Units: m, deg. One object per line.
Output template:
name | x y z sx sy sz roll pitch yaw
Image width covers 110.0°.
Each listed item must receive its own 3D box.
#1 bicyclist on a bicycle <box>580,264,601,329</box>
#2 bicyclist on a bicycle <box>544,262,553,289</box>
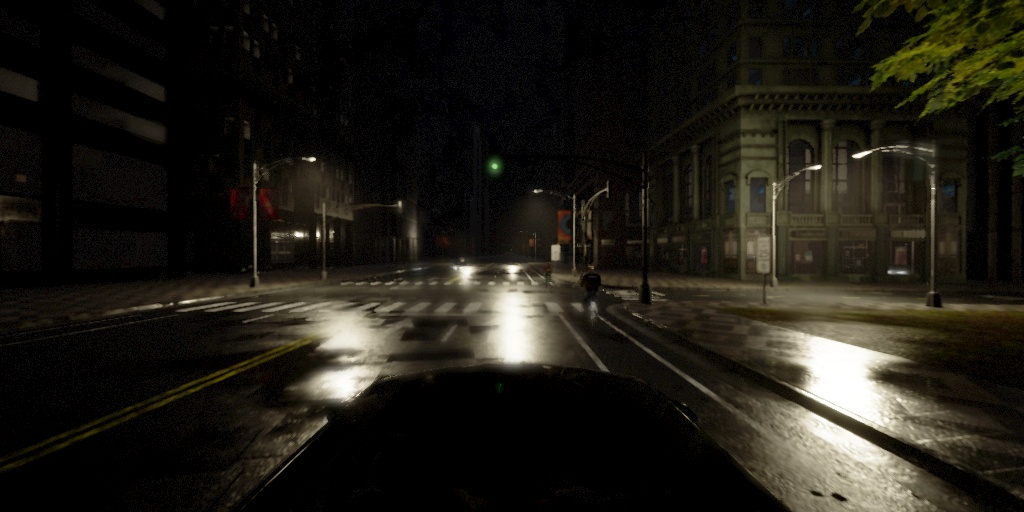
bicyclist on a bicycle | 2.253 1.124 10.402 0.659 1.776 1.843 0 0 0
bicyclist on a bicycle | 2.267 1.212 22.140 0.582 1.620 1.656 0 -1 0
